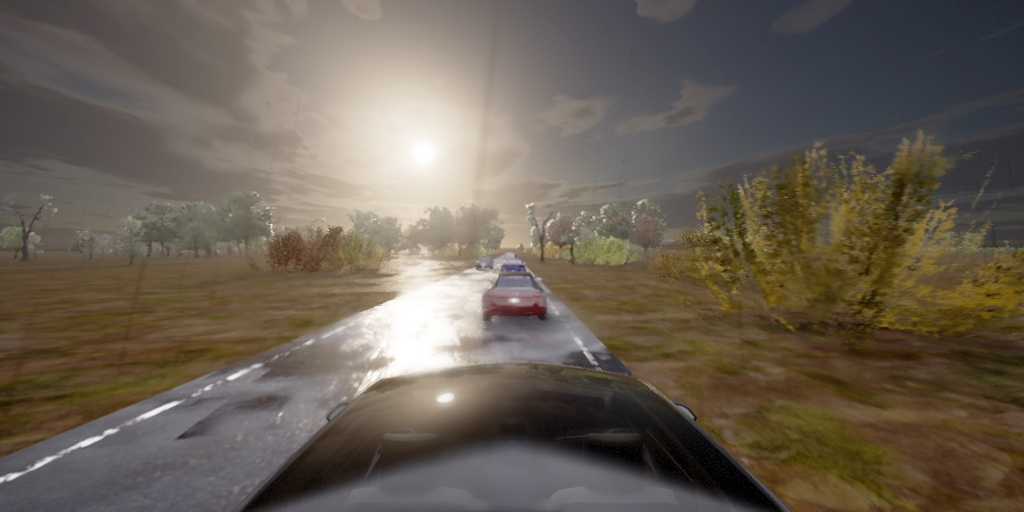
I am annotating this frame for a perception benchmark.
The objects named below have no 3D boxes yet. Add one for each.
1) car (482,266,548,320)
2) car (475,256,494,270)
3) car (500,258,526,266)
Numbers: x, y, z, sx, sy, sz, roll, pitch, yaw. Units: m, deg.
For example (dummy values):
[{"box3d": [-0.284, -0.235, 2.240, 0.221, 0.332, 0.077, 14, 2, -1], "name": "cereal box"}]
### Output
[{"box3d": [0.086, 1.202, 12.084, 1.994, 1.385, 4.181, 0, 1, 0], "name": "car"}, {"box3d": [-3.089, 0.797, 41.328, 2.128, 1.511, 4.902, 0, 1, 0], "name": "car"}, {"box3d": [0.090, 0.932, 28.395, 1.882, 1.535, 5.008, 0, 1, 0], "name": "car"}]
